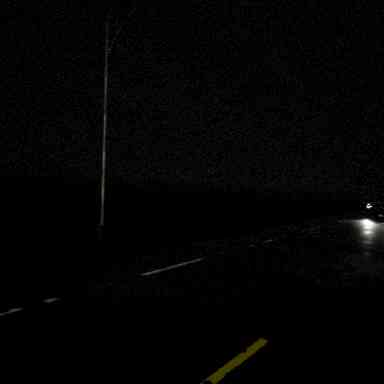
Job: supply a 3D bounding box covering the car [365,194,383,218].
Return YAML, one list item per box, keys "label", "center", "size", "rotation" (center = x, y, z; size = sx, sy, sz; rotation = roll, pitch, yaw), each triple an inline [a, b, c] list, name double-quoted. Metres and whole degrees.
- label: "car"
  center: [13.964, 0.973, 23.788]
  size: [2.097, 1.767, 4.553]
  rotation: [4, 3, 39]
